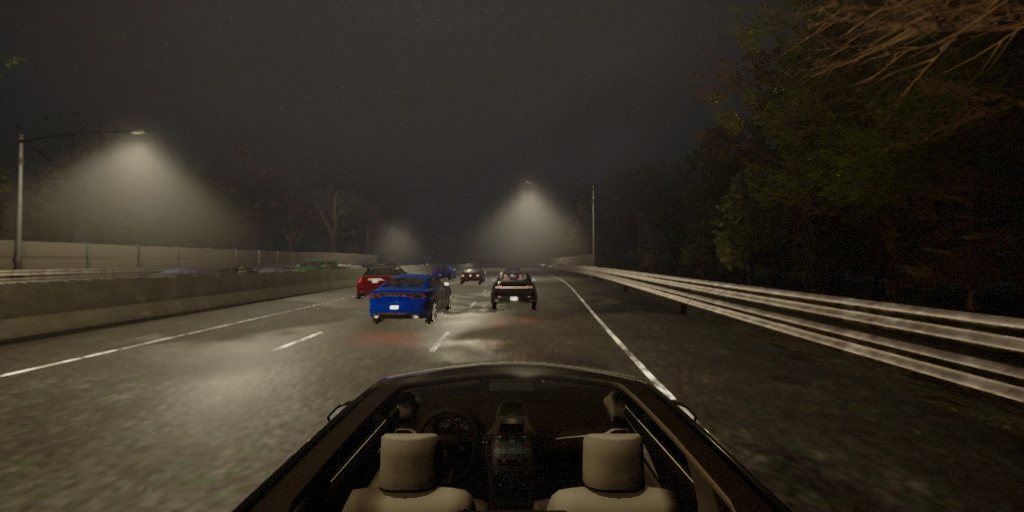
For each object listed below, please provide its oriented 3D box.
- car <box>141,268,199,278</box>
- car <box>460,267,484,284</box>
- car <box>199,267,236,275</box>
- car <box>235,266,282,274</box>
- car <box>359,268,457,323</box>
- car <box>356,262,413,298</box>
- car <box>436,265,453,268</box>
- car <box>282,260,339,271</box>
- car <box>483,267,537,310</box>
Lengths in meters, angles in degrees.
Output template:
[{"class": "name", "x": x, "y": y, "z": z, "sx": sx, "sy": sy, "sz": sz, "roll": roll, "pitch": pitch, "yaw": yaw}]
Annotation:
[{"class": "car", "x": -27.814, "y": 1.684, "z": 30.075, "sx": 2.033, "sy": 1.411, "sz": 5.357, "roll": 0, "pitch": -1, "yaw": -2}, {"class": "car", "x": -3.424, "y": 1.709, "z": 31.963, "sx": 2.033, "sy": 1.411, "sz": 5.357, "roll": 0, "pitch": -1, "yaw": 0}, {"class": "car", "x": -24.620, "y": 1.667, "z": 31.939, "sx": 1.837, "sy": 1.490, "sz": 4.892, "roll": 0, "pitch": -1, "yaw": 0}, {"class": "car", "x": -21.122, "y": 1.705, "z": 31.606, "sx": 2.033, "sy": 1.411, "sz": 5.357, "roll": 0, "pitch": -1, "yaw": 0}, {"class": "car", "x": -3.417, "y": 1.377, "z": 12.908, "sx": 1.882, "sy": 1.535, "sz": 5.008, "roll": 0, "pitch": -1, "yaw": 0}, {"class": "car", "x": -6.916, "y": 1.352, "z": 20.222, "sx": 2.097, "sy": 1.767, "sz": 4.553, "roll": 0, "pitch": -1, "yaw": 0}, {"class": "car", "x": -6.927, "y": 1.710, "z": 36.977, "sx": 1.882, "sy": 1.535, "sz": 5.008, "roll": 0, "pitch": -1, "yaw": 0}, {"class": "car", "x": -17.621, "y": 1.387, "z": 32.231, "sx": 2.150, "sy": 2.045, "sz": 5.566, "roll": 0, "pitch": -1, "yaw": 0}, {"class": "car", "x": 0.085, "y": 1.430, "z": 15.903, "sx": 2.128, "sy": 1.511, "sz": 4.902, "roll": 0, "pitch": -1, "yaw": 0}]
